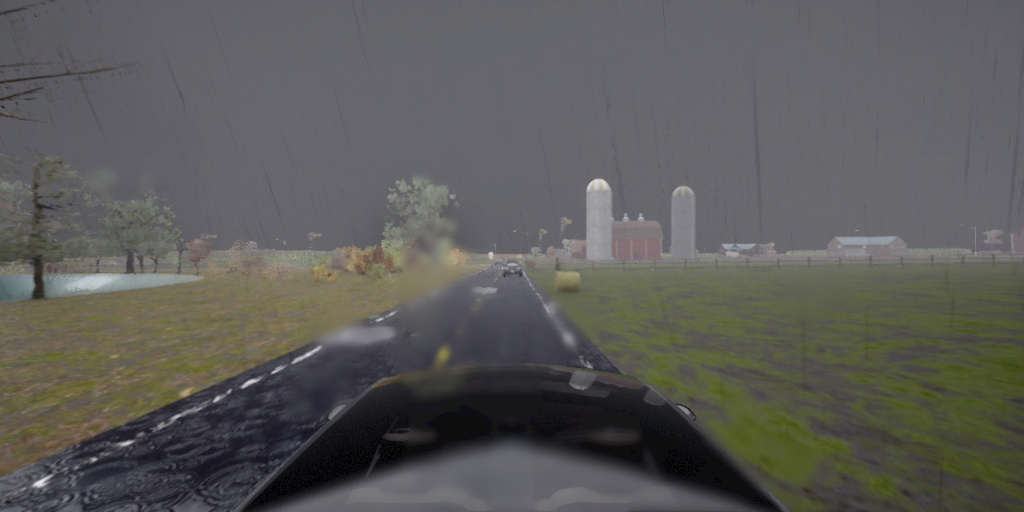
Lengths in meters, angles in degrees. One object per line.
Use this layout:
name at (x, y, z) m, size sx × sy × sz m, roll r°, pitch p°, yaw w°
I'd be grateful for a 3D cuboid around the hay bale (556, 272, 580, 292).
hay bale at (3.123, 1.405, 20.143) m, size 1.220 × 1.180 × 1.240 m, roll 0°, pitch 0°, yaw 0°

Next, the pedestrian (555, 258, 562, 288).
pedestrian at (2.778, 1.031, 21.227) m, size 0.375 × 1.860 × 0.375 m, roll -1°, pitch 1°, yaw -3°

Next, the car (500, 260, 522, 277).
car at (0.059, 1.283, 35.901) m, size 1.812 × 1.442 × 4.674 m, roll 0°, pitch 0°, yaw 0°
